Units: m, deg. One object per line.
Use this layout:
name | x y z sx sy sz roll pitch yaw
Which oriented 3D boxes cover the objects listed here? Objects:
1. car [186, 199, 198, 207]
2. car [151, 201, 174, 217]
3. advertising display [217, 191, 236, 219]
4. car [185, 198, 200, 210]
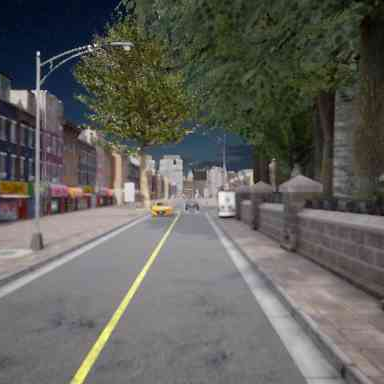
car | -0.019 1.826 57.557 1.895 1.301 4.718 0 0 0
car | -2.803 1.601 32.565 1.882 1.535 5.008 0 0 1
advertising display | 2.988 1.135 28.776 1.540 2.440 0.280 -1 -1 0
car | 0.025 1.620 45.151 2.128 1.511 4.902 -1 -1 0
